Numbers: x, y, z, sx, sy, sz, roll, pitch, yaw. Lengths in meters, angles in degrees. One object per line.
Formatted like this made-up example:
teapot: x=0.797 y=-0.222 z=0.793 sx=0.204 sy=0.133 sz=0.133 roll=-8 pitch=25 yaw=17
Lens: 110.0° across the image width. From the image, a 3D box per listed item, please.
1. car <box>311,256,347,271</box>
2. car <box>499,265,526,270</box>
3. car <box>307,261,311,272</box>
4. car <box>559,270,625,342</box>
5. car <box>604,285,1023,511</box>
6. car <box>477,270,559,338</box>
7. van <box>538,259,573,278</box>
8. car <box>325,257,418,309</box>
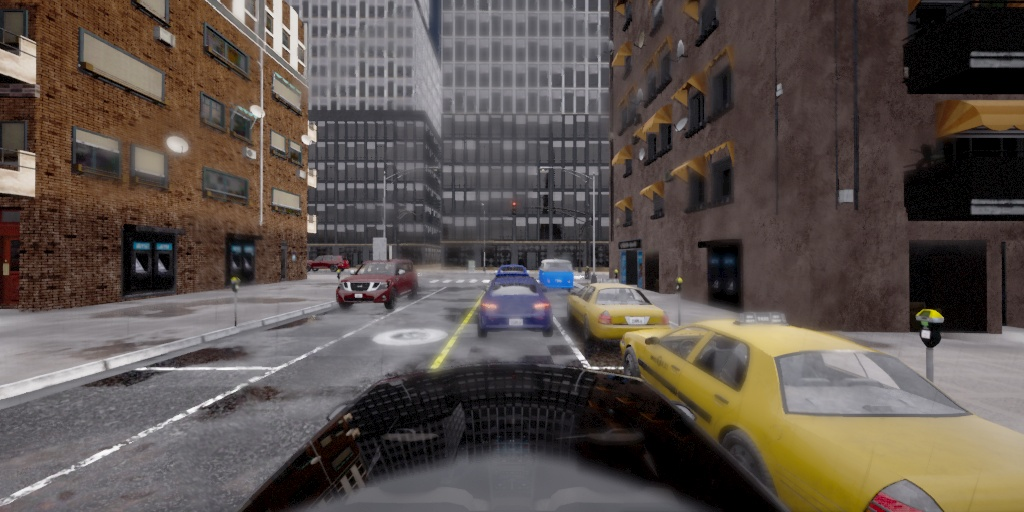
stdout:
car: x=-21.090 y=0.863 z=40.550 sx=5.009 sy=1.841 sz=2.192 roll=0 pitch=0 yaw=-1
car: x=0.009 y=1.233 z=20.390 sx=1.882 sy=1.535 sz=5.008 roll=0 pitch=0 yaw=0
car: x=-21.003 y=1.084 z=32.411 sx=4.207 sy=1.307 sz=1.802 roll=0 pitch=0 yaw=-1
car: x=2.533 y=1.277 z=9.611 sx=1.751 sy=1.417 sz=4.829 roll=0 pitch=0 yaw=0
car: x=2.565 y=1.276 z=3.970 sx=1.751 sy=1.417 sz=4.829 roll=0 pitch=0 yaw=0
car: x=0.062 y=1.277 z=10.129 sx=1.812 sy=1.442 sz=4.674 roll=0 pitch=0 yaw=-1
van: x=2.470 y=1.096 z=20.721 sx=1.690 sy=1.789 sz=3.998 roll=0 pitch=0 yaw=0
car: x=-5.378 y=1.068 z=15.037 sx=2.192 sy=1.841 sz=5.009 roll=0 pitch=0 yaw=0
